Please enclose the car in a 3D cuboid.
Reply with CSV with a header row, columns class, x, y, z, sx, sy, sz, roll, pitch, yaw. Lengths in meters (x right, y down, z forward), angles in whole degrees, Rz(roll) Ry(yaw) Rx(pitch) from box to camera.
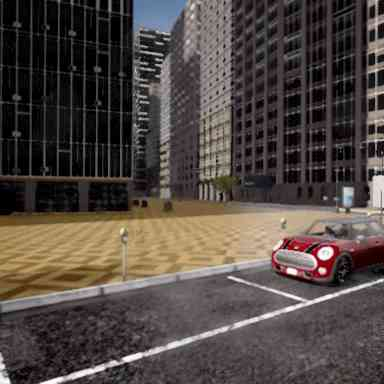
class,x,y,z,sx,sy,sz,roll,pitch,yaw
car,4.139,1.475,9.508,4.097,1.590,1.967,0,0,-35
